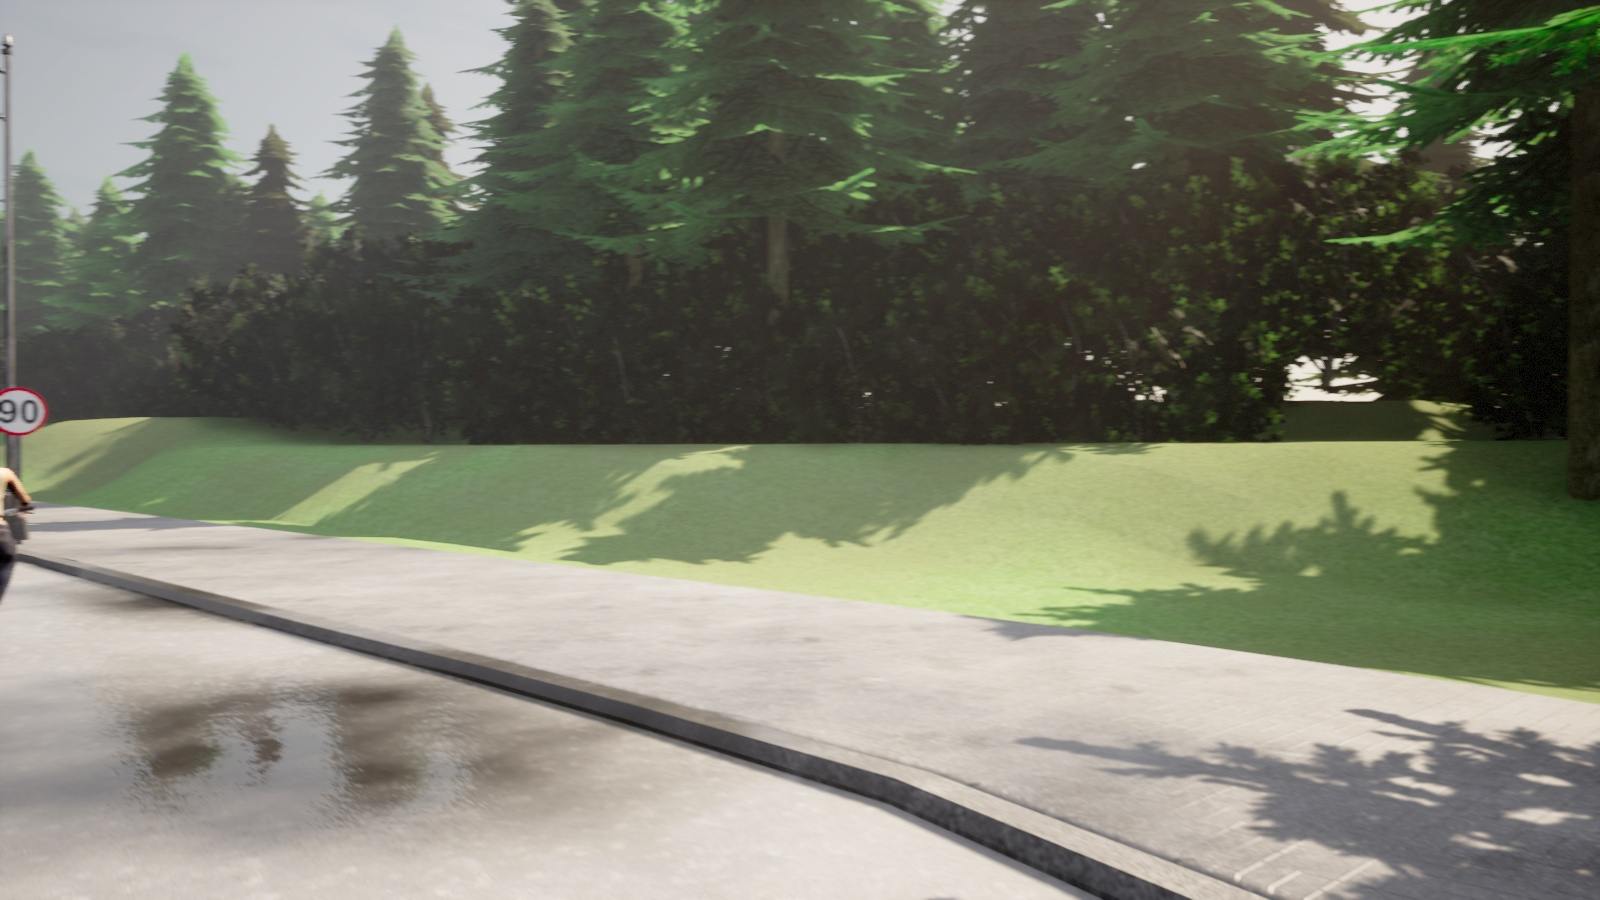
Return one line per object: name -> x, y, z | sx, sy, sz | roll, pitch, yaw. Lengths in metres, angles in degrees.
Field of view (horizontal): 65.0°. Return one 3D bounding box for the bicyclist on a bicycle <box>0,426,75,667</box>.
bicyclist on a bicycle -> -5.851, 0.645, 8.951 | 0.866, 1.612, 1.509 | -1, 1, -42
